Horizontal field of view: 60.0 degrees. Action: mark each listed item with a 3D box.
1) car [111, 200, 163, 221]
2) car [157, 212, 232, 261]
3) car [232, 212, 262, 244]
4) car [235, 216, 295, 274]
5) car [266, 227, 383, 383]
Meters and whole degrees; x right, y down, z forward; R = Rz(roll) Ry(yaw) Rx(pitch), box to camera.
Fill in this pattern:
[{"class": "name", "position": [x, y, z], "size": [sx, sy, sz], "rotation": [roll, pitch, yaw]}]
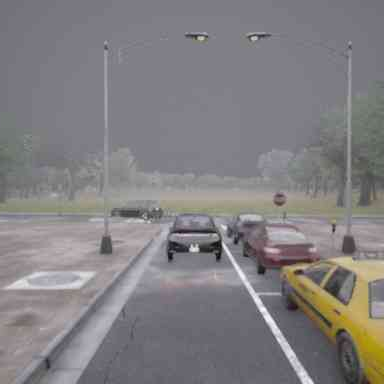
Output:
[{"class": "car", "position": [-4.833, 1.463, 28.846], "size": [4.553, 1.767, 2.097], "rotation": [1, 2, 28]}, {"class": "car", "position": [0.082, 1.557, 12.555], "size": [2.128, 1.511, 4.902], "rotation": [0, 0, 0]}, {"class": "car", "position": [2.622, 1.635, 16.019], "size": [2.008, 1.369, 4.403], "rotation": [-1, 0, 0]}, {"class": "car", "position": [2.622, 1.637, 10.487], "size": [1.802, 1.307, 4.206], "rotation": [-1, 0, 0]}, {"class": "car", "position": [2.621, 1.553, 5.125], "size": [1.752, 1.417, 4.829], "rotation": [-1, 0, 0]}]
